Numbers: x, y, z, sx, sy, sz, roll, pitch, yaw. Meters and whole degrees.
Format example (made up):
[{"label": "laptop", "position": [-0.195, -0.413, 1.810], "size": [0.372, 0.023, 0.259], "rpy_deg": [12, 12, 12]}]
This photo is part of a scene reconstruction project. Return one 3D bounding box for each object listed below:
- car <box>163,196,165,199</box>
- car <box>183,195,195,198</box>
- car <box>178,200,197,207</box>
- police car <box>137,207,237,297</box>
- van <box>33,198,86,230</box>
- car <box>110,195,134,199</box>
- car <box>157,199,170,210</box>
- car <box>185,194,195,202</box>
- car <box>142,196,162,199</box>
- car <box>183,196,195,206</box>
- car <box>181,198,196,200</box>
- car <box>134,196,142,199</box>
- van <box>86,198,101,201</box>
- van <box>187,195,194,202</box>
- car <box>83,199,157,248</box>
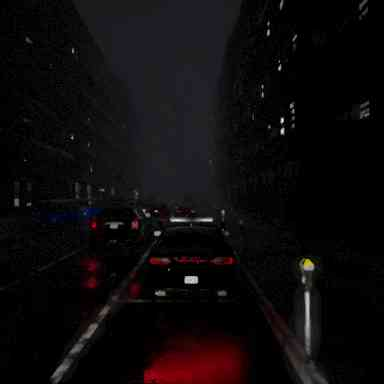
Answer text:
[{"label": "car", "position": [-8.321, 1.846, 92.652], "size": [1.802, 1.307, 4.206], "rpy_deg": [1, 0, 0]}, {"label": "car", "position": [-0.427, 1.490, 37.286], "size": [1.967, 1.590, 4.097], "rpy_deg": [1, 0, 0]}, {"label": "car", "position": [-0.437, 1.571, 26.224], "size": [1.887, 1.381, 4.507], "rpy_deg": [1, 0, 0]}, {"label": "police car", "position": [-0.012, 1.430, 8.763], "size": [1.930, 1.638, 5.238], "rpy_deg": [0, 0, 0]}, {"label": "van", "position": [-8.311, 1.358, 20.753], "size": [1.690, 1.788, 3.998], "rpy_deg": [2, 0, 0]}, {"label": "car", "position": [-8.312, 1.365, 37.346], "size": [2.192, 1.841, 5.009], "rpy_deg": [1, 0, 0]}, {"label": "car", "position": [-3.017, 1.598, 30.204], "size": [1.994, 1.385, 4.181], "rpy_deg": [0, 0, 0]}, {"label": "car", "position": [-0.469, 1.521, 81.536], "size": [2.192, 1.841, 5.009], "rpy_deg": [1, 0, 0]}, {"label": "car", "position": [-5.772, 1.620, 46.674], "size": [2.033, 1.411, 5.357], "rpy_deg": [0, 0, 0]}, {"label": "car", "position": [-0.470, 1.553, 59.411], "size": [1.967, 1.590, 4.097], "rpy_deg": [1, 0, 0]}, {"label": "car", "position": [-0.437, 1.582, 31.754], "size": [1.887, 1.381, 4.507], "rpy_deg": [1, 0, 0]}, {"label": "car", "position": [-8.312, 1.379, 42.876], "size": [2.192, 1.841, 5.009], "rpy_deg": [1, 0, 0]}, {"label": "van", "position": [-8.312, 1.368, 26.285], "size": [1.690, 1.788, 3.998], "rpy_deg": [1, 0, 0]}, {"label": "van", "position": [-0.470, 1.575, 87.068], "size": [1.690, 1.788, 3.998], "rpy_deg": [1, 0, 0]}, {"label": "car", "position": [-3.018, 1.361, 14.985], "size": [2.097, 1.767, 4.553], "rpy_deg": [0, 0, 0]}]
